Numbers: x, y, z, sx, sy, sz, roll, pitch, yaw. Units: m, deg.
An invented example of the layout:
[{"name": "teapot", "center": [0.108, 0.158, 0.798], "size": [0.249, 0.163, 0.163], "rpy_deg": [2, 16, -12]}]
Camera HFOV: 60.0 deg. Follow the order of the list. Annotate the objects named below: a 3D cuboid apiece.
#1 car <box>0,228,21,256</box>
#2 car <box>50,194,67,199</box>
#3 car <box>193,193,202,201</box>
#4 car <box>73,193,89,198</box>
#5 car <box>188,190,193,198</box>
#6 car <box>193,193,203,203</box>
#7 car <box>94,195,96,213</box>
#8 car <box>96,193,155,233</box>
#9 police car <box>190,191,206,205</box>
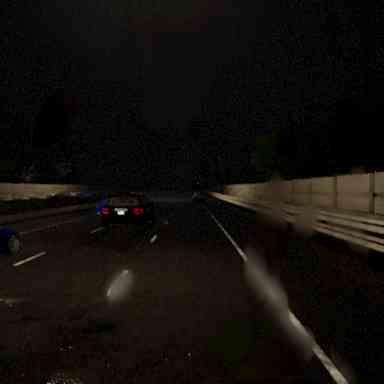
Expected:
[{"name": "car", "center": [-6.899, 1.453, 9.710], "size": [1.812, 1.442, 4.674], "rpy_deg": [0, 0, 0]}, {"name": "car", "center": [-24.500, 1.076, 61.245], "size": [1.994, 1.385, 4.181], "rpy_deg": [0, 1, 0]}, {"name": "car", "center": [1.061, 0.926, 65.547], "size": [1.801, 1.575, 5.366], "rpy_deg": [0, 1, 0]}, {"name": "car", "center": [-20.994, 0.970, 63.380], "size": [1.882, 1.535, 5.008], "rpy_deg": [0, 1, 0]}, {"name": "car", "center": [0.015, 0.656, 85.018], "size": [2.128, 1.511, 4.902], "rpy_deg": [0, 1, 0]}, {"name": "car", "center": [1.060, 0.990, 59.547], "size": [1.801, 1.575, 5.366], "rpy_deg": [0, 1, 0]}, {"name": "car", "center": [-6.895, 1.261, 28.845], "size": [1.882, 1.535, 5.008], "rpy_deg": [0, 0, 0]}, {"name": "car", "center": [-3.397, 1.082, 18.622], "size": [2.150, 2.045, 5.566], "rpy_deg": [0, 0, 0]}, {"name": "police car", "center": [1.059, 1.051, 49.468], "size": [1.930, 1.638, 5.238], "rpy_deg": [0, 0, 0]}]
